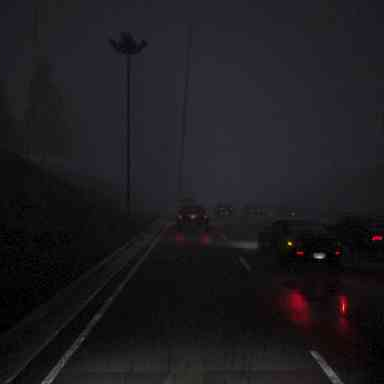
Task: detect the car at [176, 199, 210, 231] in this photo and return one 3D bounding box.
[{"bbox_3d":[0.040,1.596,22.707,2.097,1.767,4.553,0,-1,-1],"label":"car"}]

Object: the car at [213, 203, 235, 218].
[{"bbox_3d":[3.290,1.862,34.555,2.128,1.511,4.902,0,-1,-2],"label":"car"}]

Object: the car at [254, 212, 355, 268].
[{"bbox_3d":[3.595,1.650,11.684,1.812,1.442,4.674,0,0,0],"label":"car"}]

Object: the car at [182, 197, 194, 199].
[{"bbox_3d":[-0.578,1.709,45.182,2.150,2.045,5.566,0,0,-2],"label":"car"}]

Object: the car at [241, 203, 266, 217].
[{"bbox_3d":[6.731,1.938,36.691,2.033,1.411,5.357,0,-1,-2],"label":"car"}]

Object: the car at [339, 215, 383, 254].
[{"bbox_3d":[7.093,1.695,14.105,2.033,1.411,5.357,0,-1,0],"label":"car"}]

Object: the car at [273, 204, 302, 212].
[{"bbox_3d":[10.248,1.982,36.126,1.895,1.301,4.718,0,-1,-2],"label":"car"}]
